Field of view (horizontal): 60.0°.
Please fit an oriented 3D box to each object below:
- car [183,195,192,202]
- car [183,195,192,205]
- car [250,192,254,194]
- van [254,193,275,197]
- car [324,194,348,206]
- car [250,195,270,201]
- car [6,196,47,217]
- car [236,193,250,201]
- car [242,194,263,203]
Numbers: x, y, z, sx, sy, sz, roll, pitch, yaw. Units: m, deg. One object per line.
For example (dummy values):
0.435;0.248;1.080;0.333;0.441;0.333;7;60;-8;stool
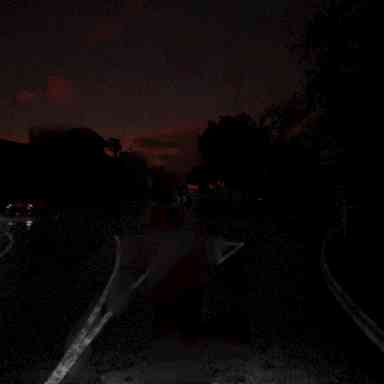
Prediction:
-1.036;1.424;77.974;2.128;1.511;4.902;0;0;1;car
-0.979;1.490;56.935;2.033;1.411;5.357;0;0;-3;car
17.775;1.530;85.627;5.366;1.575;1.946;0;1;1;car
17.759;1.410;80.072;4.442;1.987;1.878;0;1;1;van
21.730;1.124;50.351;2.097;1.767;4.553;0;0;-4;car
18.033;1.511;88.397;4.792;1.488;2.163;0;1;1;car
-14.075;1.160;28.528;2.097;1.767;4.553;1;0;-8;car
12.844;1.627;83.583;1.994;1.385;4.181;0;1;1;car
13.321;1.692;70.610;1.837;1.490;4.892;1;-1;-26;car
